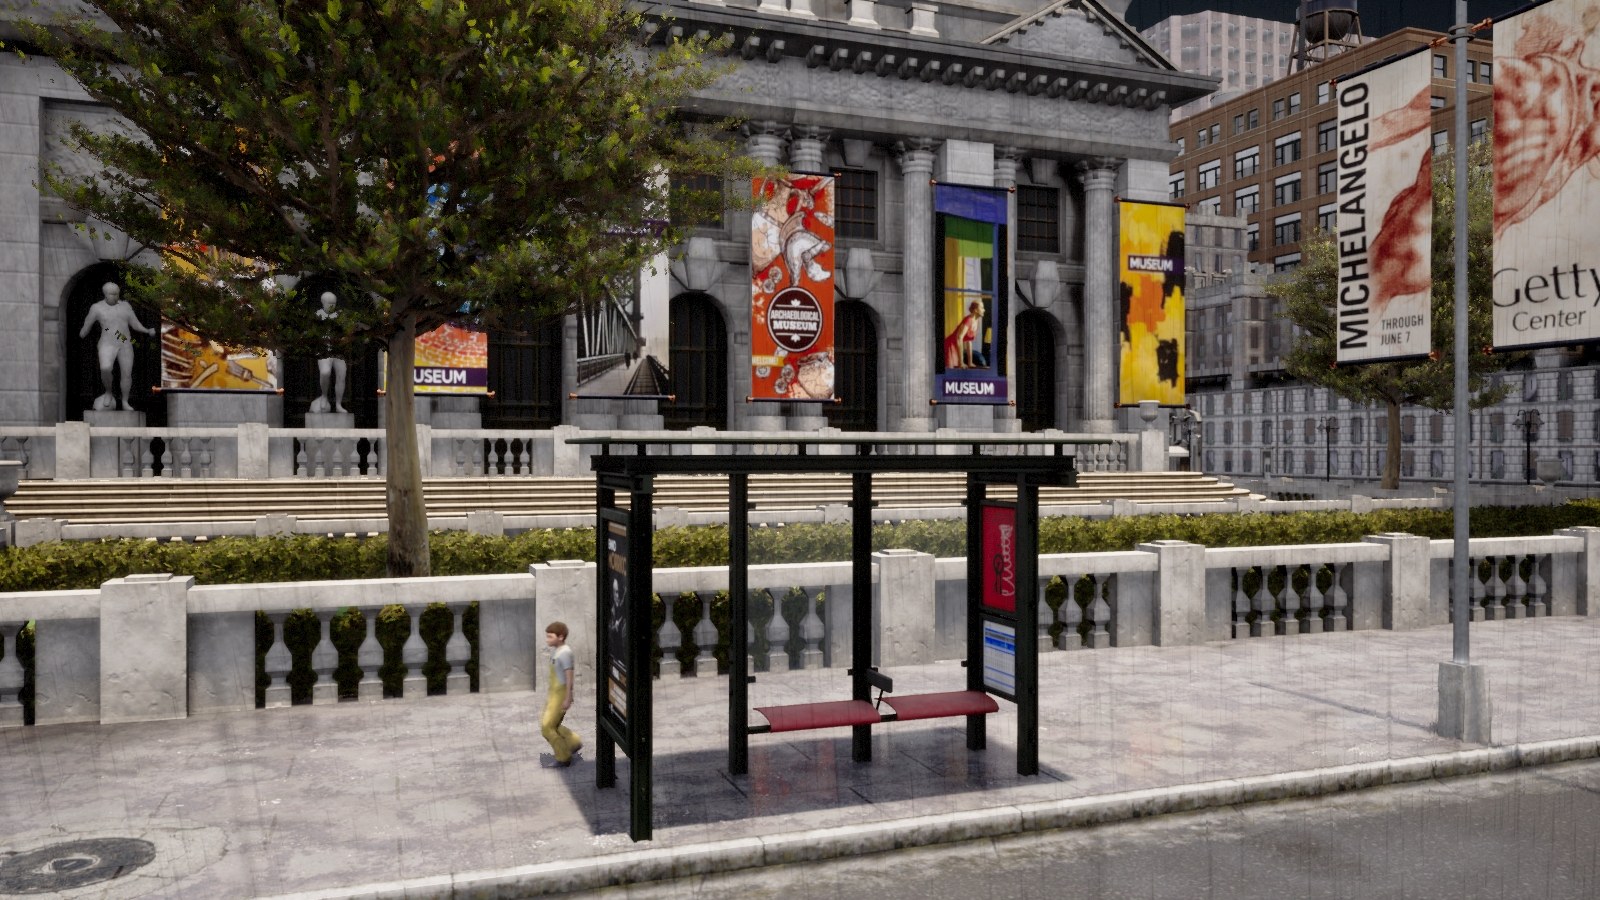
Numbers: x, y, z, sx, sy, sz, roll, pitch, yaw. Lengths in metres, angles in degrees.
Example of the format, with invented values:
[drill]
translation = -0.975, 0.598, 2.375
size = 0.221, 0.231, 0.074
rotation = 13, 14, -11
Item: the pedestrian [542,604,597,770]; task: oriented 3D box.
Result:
[pedestrian]
translation = -1.944, 1.977, 9.615
size = 0.375, 1.300, 0.375
rotation = 0, 0, -25
